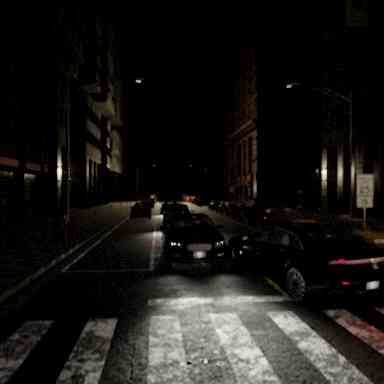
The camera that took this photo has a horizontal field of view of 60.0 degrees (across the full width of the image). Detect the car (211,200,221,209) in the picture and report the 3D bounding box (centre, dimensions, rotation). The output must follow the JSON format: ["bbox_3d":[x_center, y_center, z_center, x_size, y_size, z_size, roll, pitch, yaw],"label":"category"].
[{"bbox_3d":[3.590,1.585,35.237,1.752,1.417,4.829,0,0,-6],"label":"car"}]

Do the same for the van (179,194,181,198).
[{"bbox_3d":[-1.907,1.496,90.813,1.690,1.788,3.998,0,0,-6],"label":"van"}]

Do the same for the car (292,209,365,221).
[{"bbox_3d":[5.796,1.553,12.938,1.752,1.417,4.829,0,0,-6],"label":"car"}]

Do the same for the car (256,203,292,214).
[{"bbox_3d":[5.244,1.561,18.513,1.752,1.417,4.829,0,0,-6],"label":"car"}]

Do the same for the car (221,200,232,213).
[{"bbox_3d":[4.158,1.596,29.493,1.887,1.381,4.507,0,0,-6],"label":"car"}]

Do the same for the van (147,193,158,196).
[{"bbox_3d":[-7.632,1.424,62.086,1.690,1.788,3.998,0,0,-6],"label":"van"}]

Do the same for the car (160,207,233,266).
[{"bbox_3d":[-0.084,1.495,11.704,2.128,1.511,4.902,0,0,-7],"label":"car"}]

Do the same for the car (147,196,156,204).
[{"bbox_3d":[-8.167,1.618,67.491,1.752,1.417,4.829,0,0,-6],"label":"car"}]

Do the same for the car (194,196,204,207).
[{"bbox_3d":[1.953,1.651,51.791,1.947,1.339,4.313,0,0,-6],"label":"car"}]

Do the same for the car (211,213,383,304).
[{"bbox_3d":[2.493,1.507,8.332,2.128,1.511,4.902,-1,0,-19],"label":"car"}]

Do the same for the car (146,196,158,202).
[{"bbox_3d":[-5.978,1.637,45.361,1.802,1.307,4.206,0,0,-6],"label":"car"}]

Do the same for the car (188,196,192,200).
[{"bbox_3d":[0.850,1.544,62.940,1.967,1.590,4.097,0,0,-6],"label":"car"}]

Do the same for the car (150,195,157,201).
[{"bbox_3d":[-10.389,1.574,89.960,1.967,1.590,4.097,0,0,-6],"label":"car"}]

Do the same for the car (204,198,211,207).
[{"bbox_3d":[3.056,1.619,40.642,2.008,1.369,4.403,0,0,-6],"label":"car"}]

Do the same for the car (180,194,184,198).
[{"bbox_3d":[-1.373,1.670,85.408,1.752,1.417,4.829,0,0,-6],"label":"car"}]

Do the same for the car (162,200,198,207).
[{"bbox_3d":[-0.970,1.531,21.824,1.837,1.490,4.892,0,0,-6],"label":"car"}]

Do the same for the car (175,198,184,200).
[{"bbox_3d":[-2.189,1.609,34.355,1.994,1.385,4.181,0,0,-5],"label":"car"}]

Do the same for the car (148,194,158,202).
[{"bbox_3d":[-9.287,1.428,78.810,2.192,1.841,5.009,0,0,-6],"label":"car"}]

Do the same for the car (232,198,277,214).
[{"bbox_3d":[4.710,1.358,23.918,2.192,1.841,5.009,0,0,-6],"label":"car"}]

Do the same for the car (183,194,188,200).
[{"bbox_3d":[-0.253,1.564,74.089,1.967,1.590,4.097,0,0,-6],"label":"car"}]

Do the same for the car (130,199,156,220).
[{"bbox_3d":[-4.324,1.575,28.636,1.887,1.381,4.507,0,0,-6],"label":"car"}]

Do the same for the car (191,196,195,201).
[{"bbox_3d":[1.401,1.677,57.366,1.802,1.307,4.206,0,0,-6],"label":"car"}]

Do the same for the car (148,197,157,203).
[{"bbox_3d":[-8.735,1.685,73.235,1.802,1.307,4.206,0,0,-6],"label":"car"}]
